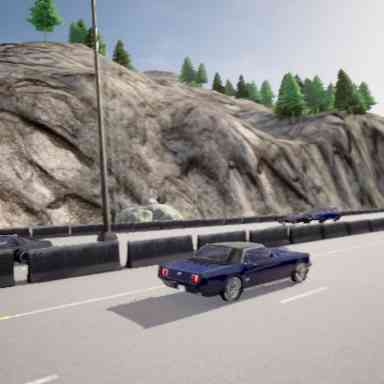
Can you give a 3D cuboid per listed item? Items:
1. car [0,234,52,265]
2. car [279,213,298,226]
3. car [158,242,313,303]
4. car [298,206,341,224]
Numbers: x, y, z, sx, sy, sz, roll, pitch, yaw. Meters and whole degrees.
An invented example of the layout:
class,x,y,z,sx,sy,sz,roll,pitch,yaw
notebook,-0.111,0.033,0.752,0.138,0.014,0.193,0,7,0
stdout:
class,x,y,z,sx,sy,sz,roll,pitch,yaw
car,-9.028,2.624,14.793,5.357,1.411,2.033,1,-4,-39
car,13.222,3.393,41.941,5.357,1.411,2.033,1,-4,-39
car,1.462,2.101,9.577,4.718,1.301,1.895,1,-4,-39
car,15.394,2.670,39.243,5.566,2.045,2.150,1,-4,-39
